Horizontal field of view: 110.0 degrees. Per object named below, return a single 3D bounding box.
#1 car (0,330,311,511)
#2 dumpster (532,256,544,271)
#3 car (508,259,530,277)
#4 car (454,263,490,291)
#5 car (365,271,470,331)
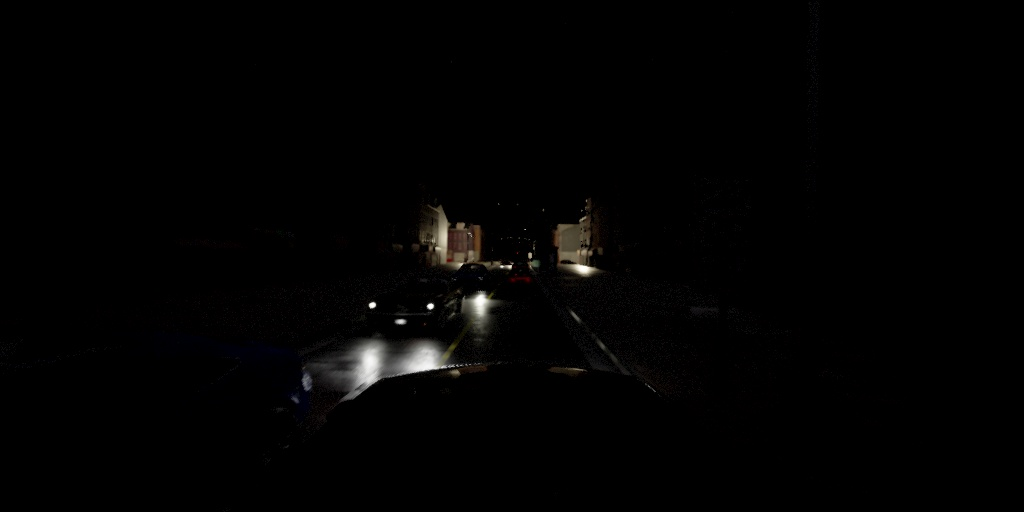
[{"bbox_3d":[-2.894,1.229,1.703,1.812,1.442,4.674,1,0,1],"label":"car"},{"bbox_3d":[4.272,1.233,59.334,1.020,1.700,1.940,0,0,1],"label":"dumpster"},{"bbox_3d":[0.862,1.240,36.688,1.882,1.535,5.008,1,0,1],"label":"car"},{"bbox_3d":[-2.414,1.184,21.934,1.882,1.535,5.008,1,0,1],"label":"car"},{"bbox_3d":[-2.680,1.305,10.989,1.895,1.301,4.718,1,0,1],"label":"car"}]
